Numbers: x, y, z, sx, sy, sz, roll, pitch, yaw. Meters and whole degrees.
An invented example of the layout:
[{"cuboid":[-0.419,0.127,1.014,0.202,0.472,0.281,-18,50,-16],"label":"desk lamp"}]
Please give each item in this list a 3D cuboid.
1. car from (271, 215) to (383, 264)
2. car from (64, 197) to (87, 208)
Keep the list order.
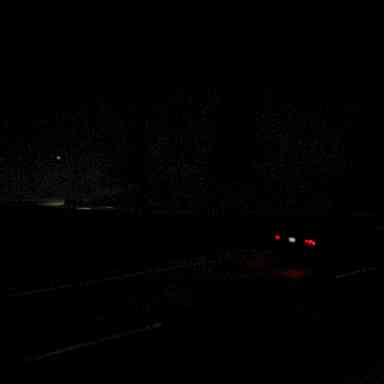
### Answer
[{"cuboid":[5.184,1.543,11.841,5.357,1.411,2.033,0,0,-35],"label":"car"},{"cuboid":[-17.047,1.470,48.649,1.882,1.535,5.008,0,0,-41],"label":"car"}]
